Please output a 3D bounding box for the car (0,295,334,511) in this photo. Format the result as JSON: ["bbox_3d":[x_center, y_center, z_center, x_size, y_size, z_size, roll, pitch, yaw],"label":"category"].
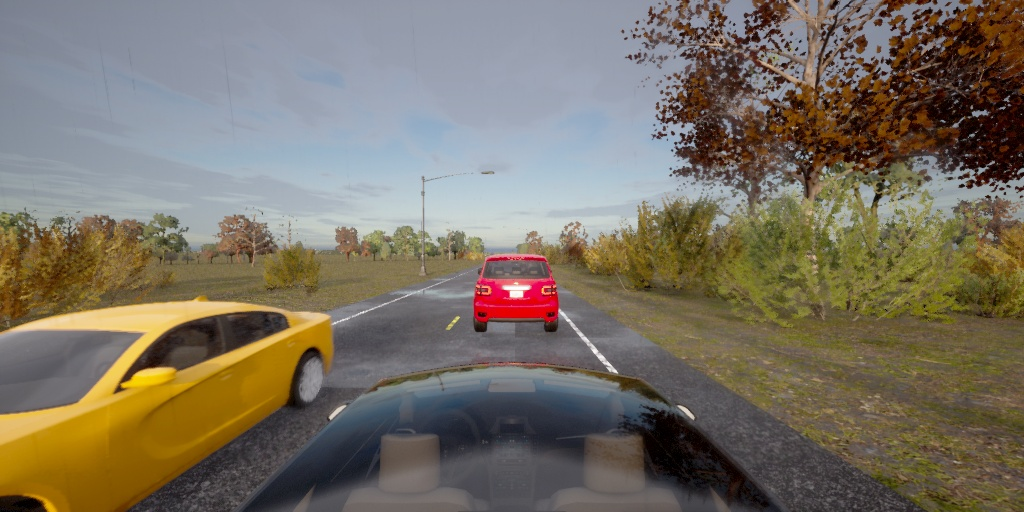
[{"bbox_3d":[-3.603,1.227,3.340,1.882,1.535,5.008,0,0,0],"label":"car"}]

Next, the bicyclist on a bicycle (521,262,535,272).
[{"bbox_3d":[0.945,1.114,18.658,0.659,1.776,1.843,0,0,0],"label":"bicyclist on a bicycle"}]

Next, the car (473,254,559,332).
[{"bbox_3d":[0.093,0.968,10.952,2.150,2.045,5.566,0,0,0],"label":"car"}]
